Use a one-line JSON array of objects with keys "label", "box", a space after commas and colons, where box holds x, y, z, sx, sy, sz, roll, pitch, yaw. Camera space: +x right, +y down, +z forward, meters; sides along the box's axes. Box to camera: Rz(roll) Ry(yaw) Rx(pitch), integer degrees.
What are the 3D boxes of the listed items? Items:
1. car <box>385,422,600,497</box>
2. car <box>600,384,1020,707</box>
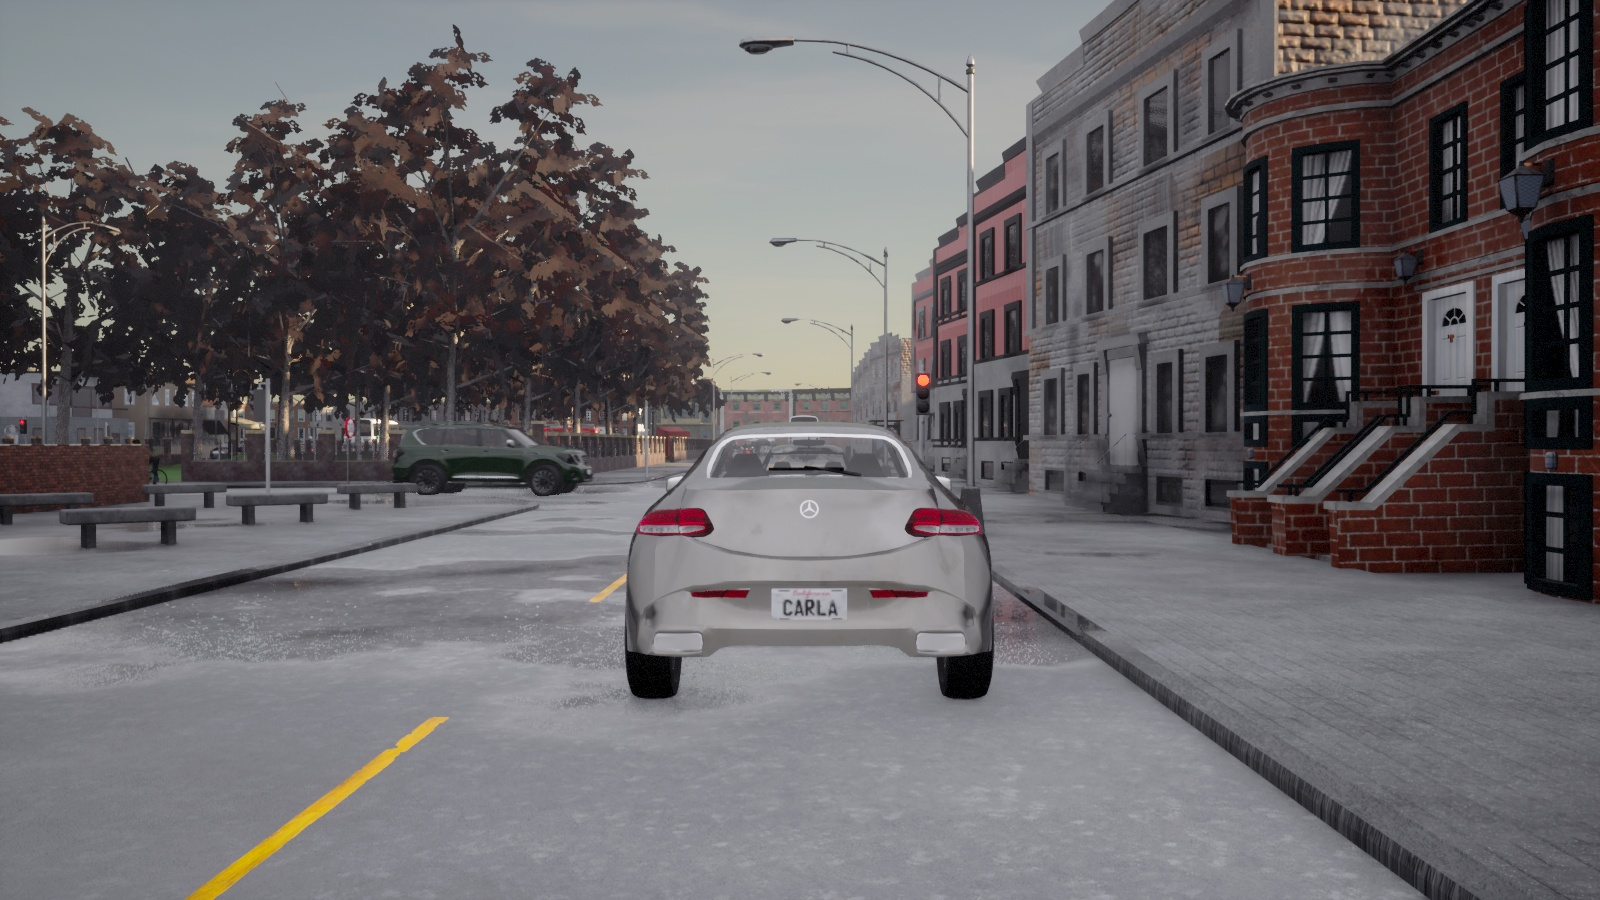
[{"label": "car", "box": [-8.699, 0.256, 35.792, 5.566, 2.045, 2.150, 0, 0, 3]}, {"label": "car", "box": [0.064, 0.475, 8.950, 2.152, 1.651, 5.027, 0, 0, 0]}]
